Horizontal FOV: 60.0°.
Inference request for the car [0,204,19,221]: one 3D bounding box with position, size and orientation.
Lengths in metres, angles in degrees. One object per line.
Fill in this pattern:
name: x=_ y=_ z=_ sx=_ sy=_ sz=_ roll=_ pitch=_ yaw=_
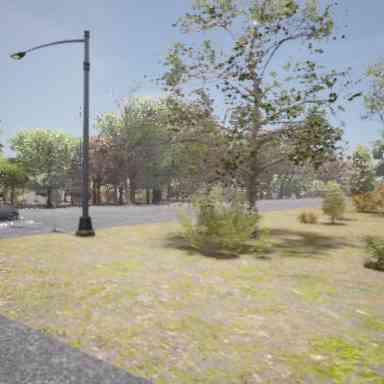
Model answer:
car: x=-15.200 y=1.544 z=24.677 sx=1.994 sy=1.385 sz=4.181 roll=0 pitch=0 yaw=36
